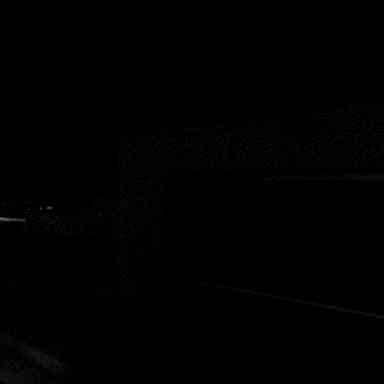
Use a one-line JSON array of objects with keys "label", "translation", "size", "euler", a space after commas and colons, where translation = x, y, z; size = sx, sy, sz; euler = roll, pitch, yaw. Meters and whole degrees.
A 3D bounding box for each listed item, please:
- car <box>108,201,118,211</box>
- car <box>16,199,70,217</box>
[{"label": "car", "translation": [-7.196, 1.369, 37.133], "size": [1.837, 1.490, 4.892], "euler": [0, 0, 34]}, {"label": "car", "translation": [-12.690, 1.370, 28.936], "size": [1.837, 1.490, 4.892], "euler": [0, 0, 34]}]
